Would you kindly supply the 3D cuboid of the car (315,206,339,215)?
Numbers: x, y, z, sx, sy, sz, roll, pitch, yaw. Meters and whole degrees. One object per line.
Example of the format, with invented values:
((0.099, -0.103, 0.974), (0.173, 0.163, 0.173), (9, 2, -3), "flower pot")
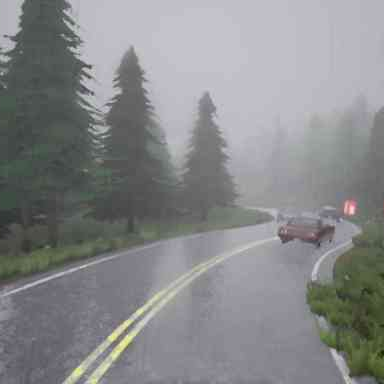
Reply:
((13.712, 2.179, 33.820), (1.837, 1.490, 4.892), (2, 0, 15), "car")

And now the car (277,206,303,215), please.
((8.541, 1.953, 28.911), (2.128, 1.511, 4.902), (3, 0, 21), "car")

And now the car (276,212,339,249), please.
((6.010, 1.970, 17.042), (1.895, 1.301, 4.718), (4, 0, 32), "car")
